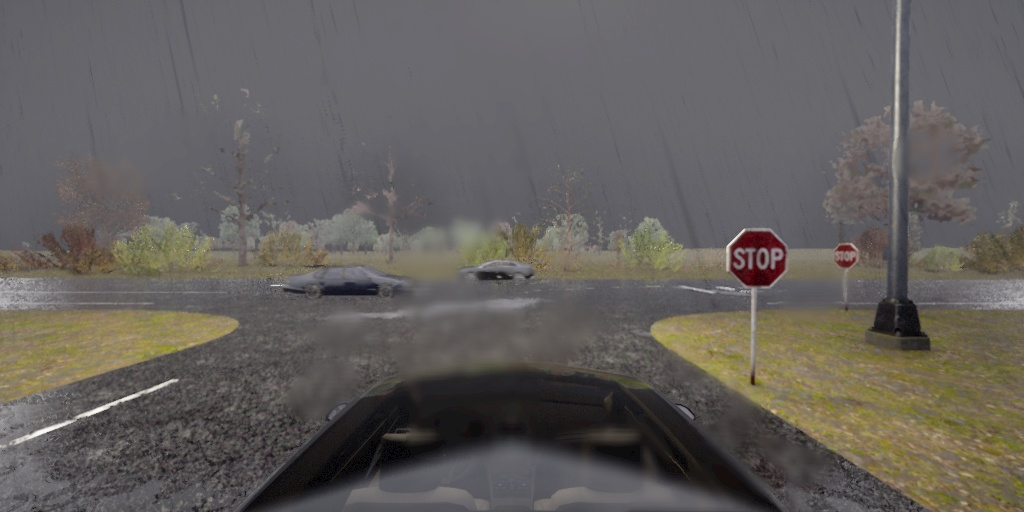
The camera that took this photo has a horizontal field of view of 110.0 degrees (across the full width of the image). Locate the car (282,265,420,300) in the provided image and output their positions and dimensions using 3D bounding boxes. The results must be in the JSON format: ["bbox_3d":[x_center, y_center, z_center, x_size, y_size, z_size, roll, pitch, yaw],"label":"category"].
[{"bbox_3d":[-6.792,1.092,15.445,5.357,1.411,2.033,0,1,-1],"label":"car"}]

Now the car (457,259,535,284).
[{"bbox_3d":[-0.982,0.956,22.582,4.902,1.511,2.128,0,1,-1],"label":"car"}]
